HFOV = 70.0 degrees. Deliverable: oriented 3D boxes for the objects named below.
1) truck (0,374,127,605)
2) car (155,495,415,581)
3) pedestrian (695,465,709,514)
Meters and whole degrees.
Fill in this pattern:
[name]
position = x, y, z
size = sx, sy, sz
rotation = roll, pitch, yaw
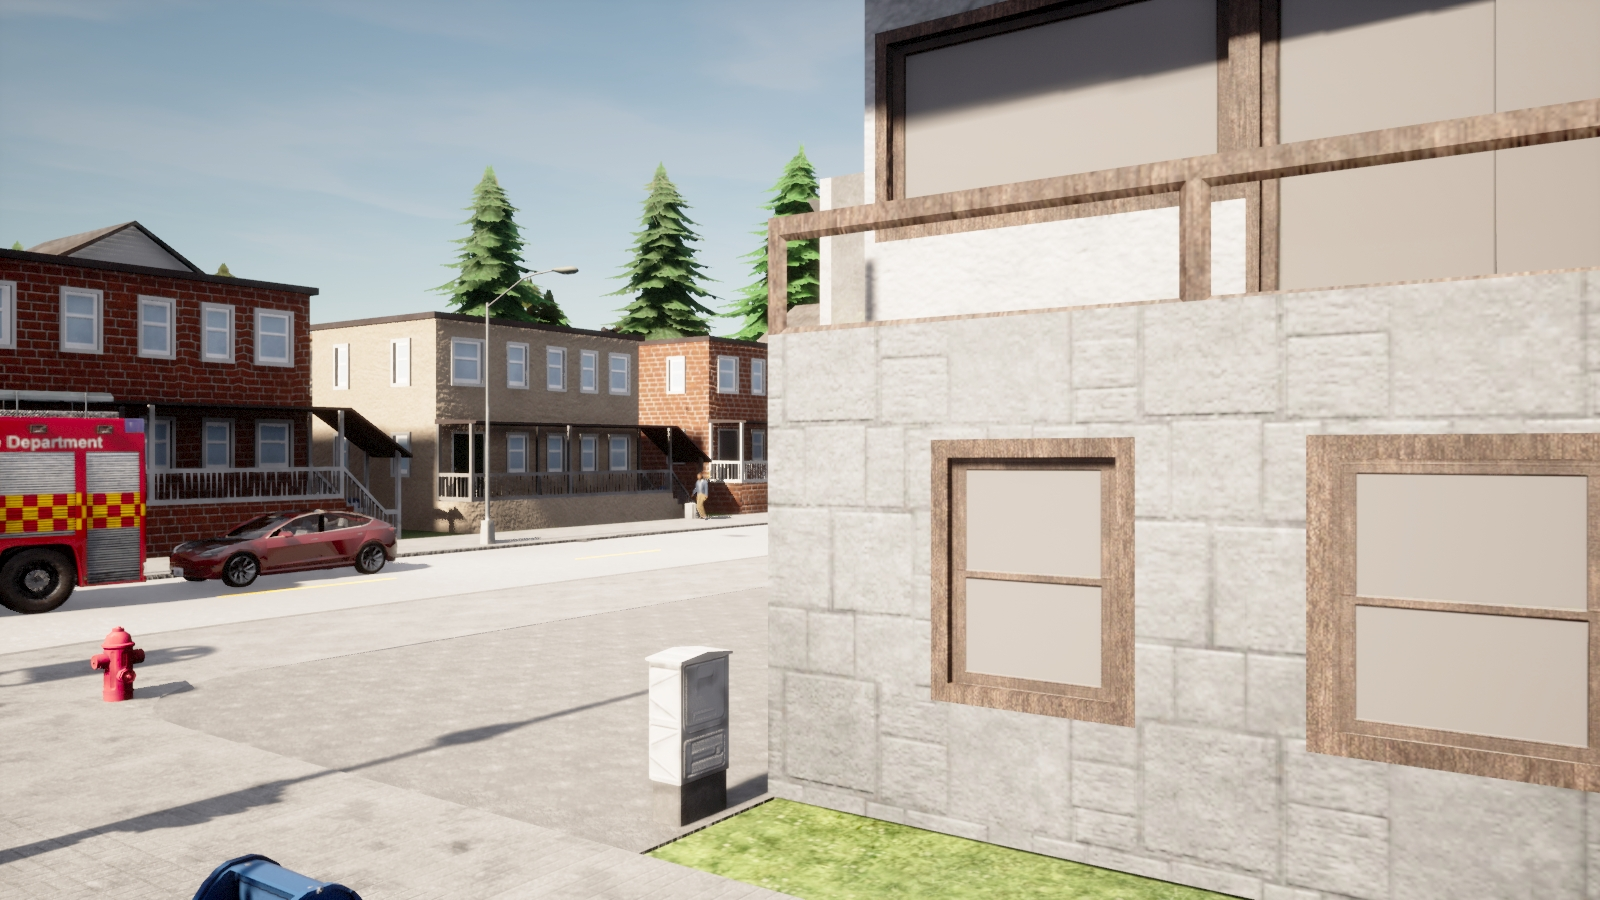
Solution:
[truck]
position = -15.931, 0.669, 18.218
size = 2.891, 3.827, 8.468
rotation = 0, 0, 43
[car]
position = -11.185, 1.843, 25.154
size = 2.163, 1.488, 4.792
rotation = 0, 0, 35
[pedestrian]
position = -3.748, 1.524, 43.784
size = 0.375, 1.860, 0.375
rotation = 0, 0, 35
